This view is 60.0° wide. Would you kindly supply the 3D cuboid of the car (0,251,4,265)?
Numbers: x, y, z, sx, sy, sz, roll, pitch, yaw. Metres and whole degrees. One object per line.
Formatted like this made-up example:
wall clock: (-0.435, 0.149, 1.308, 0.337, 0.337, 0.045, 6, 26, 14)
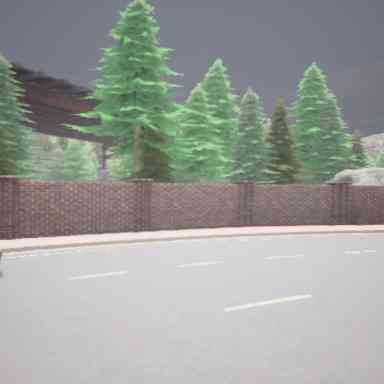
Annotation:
car: (-7.246, 1.406, 7.282, 5.357, 1.411, 2.033, 0, 1, -37)
